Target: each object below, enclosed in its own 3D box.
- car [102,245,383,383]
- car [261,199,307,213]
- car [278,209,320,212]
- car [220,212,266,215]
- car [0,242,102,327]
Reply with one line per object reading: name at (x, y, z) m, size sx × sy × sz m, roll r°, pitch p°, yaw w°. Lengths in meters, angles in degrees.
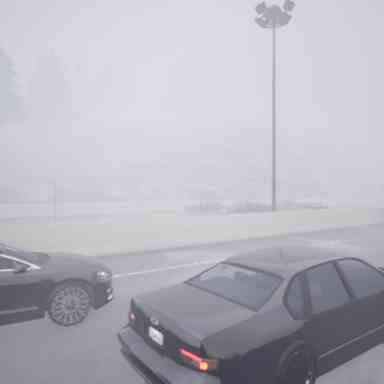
car at (1.666, 1.547, 4.935) m, size 5.357 × 1.411 × 2.033 m, roll 0°, pitch 0°, yaw -36°
car at (10.362, 1.543, 37.178) m, size 5.357 × 1.411 × 2.033 m, roll 0°, pitch 0°, yaw -35°
car at (9.678, 1.597, 28.094) m, size 4.718 × 1.301 × 1.895 m, roll 0°, pitch 0°, yaw -35°
car at (4.599, 1.489, 28.768) m, size 4.902 × 1.511 × 2.128 m, roll 0°, pitch 0°, yaw -35°
car at (-3.731, 1.492, 5.400) m, size 4.902 × 1.511 × 2.128 m, roll 0°, pitch 0°, yaw -35°
